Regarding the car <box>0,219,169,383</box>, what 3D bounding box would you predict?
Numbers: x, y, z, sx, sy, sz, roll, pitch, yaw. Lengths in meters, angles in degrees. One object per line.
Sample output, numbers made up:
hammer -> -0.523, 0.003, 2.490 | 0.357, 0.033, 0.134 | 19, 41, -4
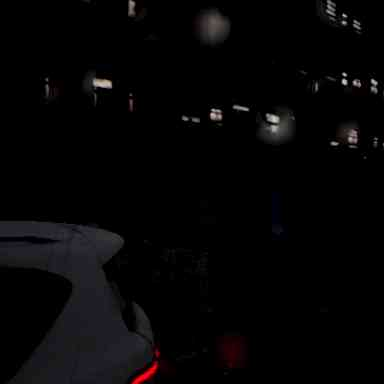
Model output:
car -> -2.712, 1.207, 1.149 | 5.566, 2.045, 2.150 | 1, 0, -35
